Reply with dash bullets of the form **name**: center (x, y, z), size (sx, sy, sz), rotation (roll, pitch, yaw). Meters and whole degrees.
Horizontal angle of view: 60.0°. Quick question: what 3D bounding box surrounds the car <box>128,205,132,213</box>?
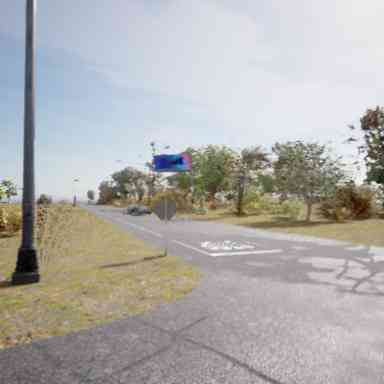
- **car**: center (-10.153, 3.065, 58.753), size (1.837, 1.490, 4.892), rotation (1, -2, -20)

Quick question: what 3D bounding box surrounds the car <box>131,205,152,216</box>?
- **car**: center (-7.665, 2.926, 52.067), size (2.033, 1.411, 5.357), rotation (1, -2, -19)
